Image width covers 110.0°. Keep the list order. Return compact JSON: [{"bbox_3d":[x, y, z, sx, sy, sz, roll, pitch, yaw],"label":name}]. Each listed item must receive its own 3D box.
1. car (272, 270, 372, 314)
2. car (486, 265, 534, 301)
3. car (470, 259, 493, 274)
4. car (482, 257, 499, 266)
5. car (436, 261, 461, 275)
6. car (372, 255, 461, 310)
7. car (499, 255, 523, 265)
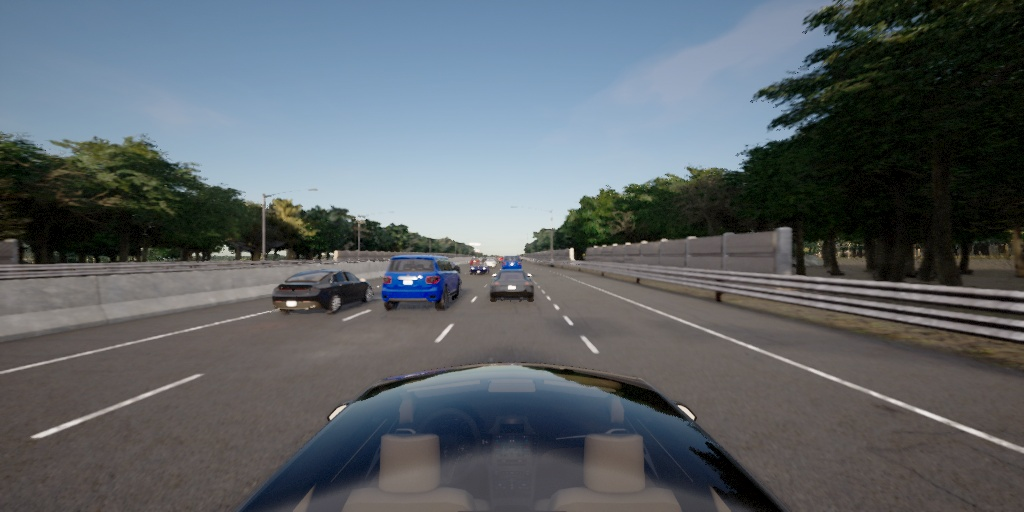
[{"bbox_3d":[-7.001,1.262,13.801,1.837,1.490,4.892,0,0,0],"label":"car"},{"bbox_3d":[0.000,1.319,17.383,1.994,1.385,4.181,0,0,0],"label":"car"},{"bbox_3d":[-3.500,1.339,39.889,1.895,1.301,4.718,0,0,0],"label":"car"},{"bbox_3d":[-3.500,1.256,57.943,1.812,1.442,4.674,0,0,0],"label":"car"},{"bbox_3d":[-6.999,1.302,39.869,1.994,1.385,4.181,0,0,0],"label":"car"},{"bbox_3d":[-3.502,0.978,14.759,2.150,2.045,5.566,0,0,0],"label":"car"},{"bbox_3d":[0.000,0.960,39.947,2.150,2.045,5.566,0,0,0],"label":"car"}]
